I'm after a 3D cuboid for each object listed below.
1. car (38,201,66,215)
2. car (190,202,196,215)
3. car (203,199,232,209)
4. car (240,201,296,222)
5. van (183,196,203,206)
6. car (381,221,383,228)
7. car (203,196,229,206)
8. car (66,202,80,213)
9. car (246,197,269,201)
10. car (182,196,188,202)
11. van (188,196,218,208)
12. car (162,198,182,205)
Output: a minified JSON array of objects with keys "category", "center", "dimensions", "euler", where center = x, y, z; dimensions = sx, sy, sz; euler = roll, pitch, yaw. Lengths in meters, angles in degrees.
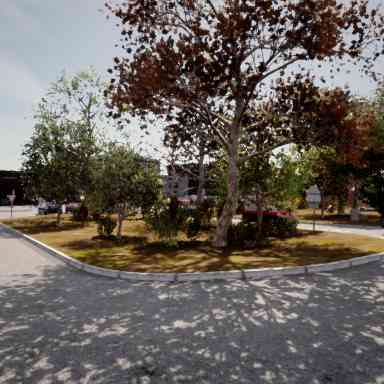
[{"category":"car","center":[-17.519,1.931,40.961],"dimensions":[2.185,1.767,4.553],"euler":[-1,0,-35]},{"category":"car","center":[-0.509,2.394,42.435],"dimensions":[2.033,1.411,5.357],"euler":[3,-2,-33]},{"category":"car","center":[4.312,2.001,56.437],"dimensions":[1.946,1.575,5.366],"euler":[1,0,-36]},{"category":"car","center":[6.238,1.834,27.202],"dimensions":[2.097,1.767,4.553],"euler":[3,-3,-35]},{"category":"van","center":[0.208,1.820,68.680],"dimensions":[1.878,1.987,4.442],"euler":[1,-1,-36]},{"category":"car","center":[13.574,1.921,18.957],"dimensions":[4.718,1.301,1.895],"euler":[-1,-3,38]},{"category":"car","center":[5.182,1.889,72.370],"dimensions":[2.435,2.045,5.566],"euler":[1,-1,-36]},{"category":"car","center":[-14.970,2.069,42.849],"dimensions":[2.002,1.452,4.674],"euler":[-1,0,-36]},{"category":"car","center":[10.994,1.861,61.501],"dimensions":[2.435,2.045,5.566],"euler":[1,-1,-36]},{"category":"car","center":[-2.309,1.884,66.977],"dimensions":[2.185,1.767,4.553],"euler":[1,0,-36]},{"category":"van","center":[1.868,1.756,55.053],"dimensions":[1.878,1.987,4.442],"euler":[1,0,-36]},{"category":"car","center":[-4.805,1.983,65.449],"dimensions":[1.946,1.575,5.366],"euler":[1,0,-36]}]
